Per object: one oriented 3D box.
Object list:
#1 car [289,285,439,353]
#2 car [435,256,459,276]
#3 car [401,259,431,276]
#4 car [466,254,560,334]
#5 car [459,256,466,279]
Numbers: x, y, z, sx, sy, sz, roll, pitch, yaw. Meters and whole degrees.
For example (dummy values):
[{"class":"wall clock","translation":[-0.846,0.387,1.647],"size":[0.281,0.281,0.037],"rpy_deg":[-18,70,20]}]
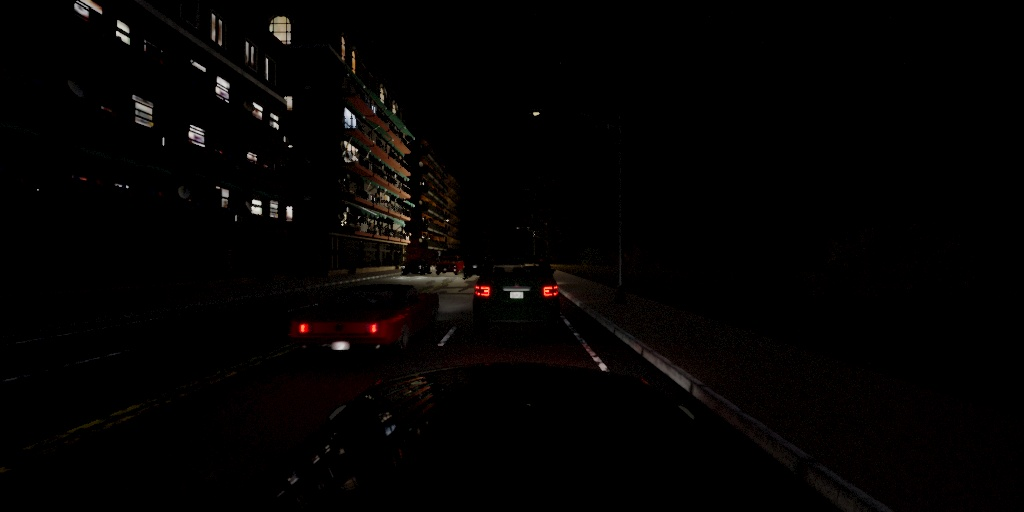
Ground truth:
[{"class":"car","translation":[-3.129,1.352,8.794],"size":[1.895,1.301,4.718],"rpy_deg":[0,0,0]},{"class":"car","translation":[-6.484,0.973,37.541],"size":[2.150,2.045,5.566],"rpy_deg":[0,0,0]},{"class":"car","translation":[-9.737,1.103,36.590],"size":[2.097,1.767,4.553],"rpy_deg":[0,0,0]},{"class":"car","translation":[0.123,0.973,10.751],"size":[2.150,2.045,5.566],"rpy_deg":[0,0,0]},{"class":"car","translation":[-3.050,0.975,32.298],"size":[2.150,2.045,5.566],"rpy_deg":[0,0,0]}]
